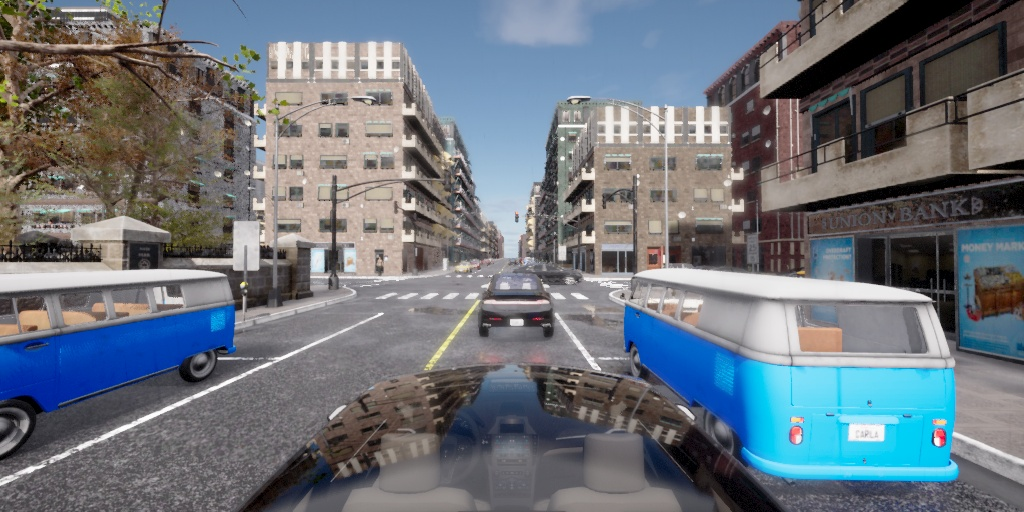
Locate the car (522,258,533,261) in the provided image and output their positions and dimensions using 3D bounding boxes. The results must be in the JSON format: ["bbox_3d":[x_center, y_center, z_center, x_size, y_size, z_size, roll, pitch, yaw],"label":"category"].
[{"bbox_3d":[2.725,1.317,48.138,2.007,1.370,4.403,0,0,0],"label":"car"}]

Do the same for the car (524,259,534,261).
[{"bbox_3d":[2.721,1.330,42.495,1.948,1.339,4.313,0,0,0],"label":"car"}]

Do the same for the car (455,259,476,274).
[{"bbox_3d":[-5.659,1.289,42.331,1.751,1.417,4.829,0,0,0],"label":"car"}]

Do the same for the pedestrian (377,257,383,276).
[{"bbox_3d":[-12.515,0.967,33.948,0.375,1.860,0.375,0,-1,1],"label":"pedestrian"}]

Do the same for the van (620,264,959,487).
[{"bbox_3d":[2.661,1.092,4.549,1.690,1.789,3.998,0,0,0],"label":"van"}]

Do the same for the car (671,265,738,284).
[{"bbox_3d":[14.973,1.443,28.062,4.181,1.385,1.994,0,-1,1],"label":"car"}]

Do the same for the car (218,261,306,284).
[{"bbox_3d":[-17.510,1.145,25.251,4.892,1.490,1.837,1,-1,1],"label":"car"}]

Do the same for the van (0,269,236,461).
[{"bbox_3d":[-5.654,1.091,4.556,1.690,1.789,3.998,0,0,0],"label":"van"}]

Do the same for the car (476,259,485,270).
[{"bbox_3d":[-5.652,1.208,53.786,1.967,1.591,4.097,0,0,0],"label":"car"}]

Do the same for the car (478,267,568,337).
[{"bbox_3d":[0.106,1.244,10.280,2.128,1.511,4.902,0,0,0],"label":"car"}]

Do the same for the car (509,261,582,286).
[{"bbox_3d":[2.425,1.262,24.992,4.892,1.490,1.837,0,0,1],"label":"car"}]

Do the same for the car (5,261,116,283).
[{"bbox_3d":[-31.896,1.111,25.450,5.357,1.411,2.033,0,-1,1],"label":"car"}]

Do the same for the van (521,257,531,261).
[{"bbox_3d":[2.734,1.112,59.422,1.690,1.789,3.998,0,0,0],"label":"van"}]

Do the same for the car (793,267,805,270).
[{"bbox_3d":[25.030,1.414,27.934,5.008,1.535,1.882,0,-1,1],"label":"car"}]
